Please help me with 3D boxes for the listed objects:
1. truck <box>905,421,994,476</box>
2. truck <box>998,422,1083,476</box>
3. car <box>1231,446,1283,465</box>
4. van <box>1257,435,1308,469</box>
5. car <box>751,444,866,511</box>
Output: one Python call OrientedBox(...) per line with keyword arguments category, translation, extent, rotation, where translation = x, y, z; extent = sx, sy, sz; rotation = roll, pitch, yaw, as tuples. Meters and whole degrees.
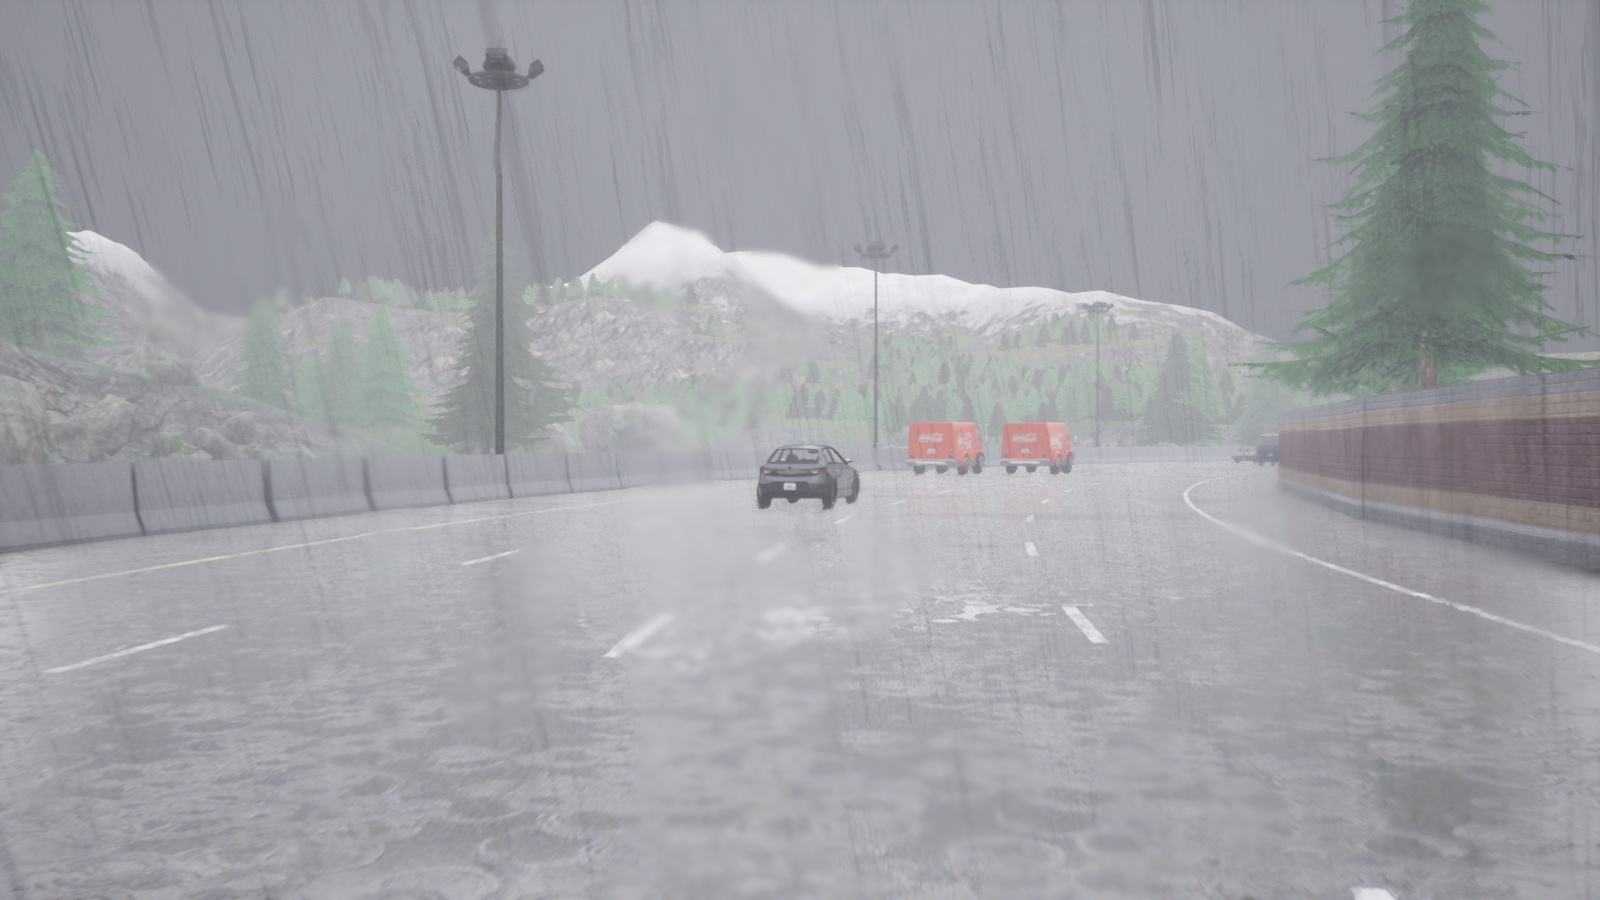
OrientedBox(category="truck", translation=(7.123, -0.066, 59.346), extent=(2.627, 2.467, 5.204), rotation=(0, 0, 26))
OrientedBox(category="truck", translation=(11.668, -0.068, 60.624), extent=(2.627, 2.467, 5.204), rotation=(0, 0, 27))
OrientedBox(category="car", translation=(33.429, 0.370, 91.751), extent=(1.895, 1.301, 4.718), rotation=(0, 0, 43))
OrientedBox(category="van", translation=(28.955, 0.109, 75.309), extent=(1.775, 1.987, 4.442), rotation=(0, 0, 36))
OrientedBox(category="car", translation=(0.288, 0.592, 29.818), extent=(1.816, 1.474, 4.193), rotation=(0, 0, 13))
